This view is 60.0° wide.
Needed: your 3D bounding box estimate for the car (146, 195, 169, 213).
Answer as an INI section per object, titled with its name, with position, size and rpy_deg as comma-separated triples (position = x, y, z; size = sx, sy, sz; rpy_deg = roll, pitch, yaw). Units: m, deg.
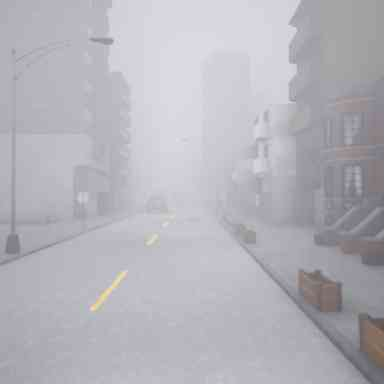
[car]
position = -4.024, 1.383, 39.382
size = 2.150, 2.045, 5.566
rpy_deg = 0, 0, 1
